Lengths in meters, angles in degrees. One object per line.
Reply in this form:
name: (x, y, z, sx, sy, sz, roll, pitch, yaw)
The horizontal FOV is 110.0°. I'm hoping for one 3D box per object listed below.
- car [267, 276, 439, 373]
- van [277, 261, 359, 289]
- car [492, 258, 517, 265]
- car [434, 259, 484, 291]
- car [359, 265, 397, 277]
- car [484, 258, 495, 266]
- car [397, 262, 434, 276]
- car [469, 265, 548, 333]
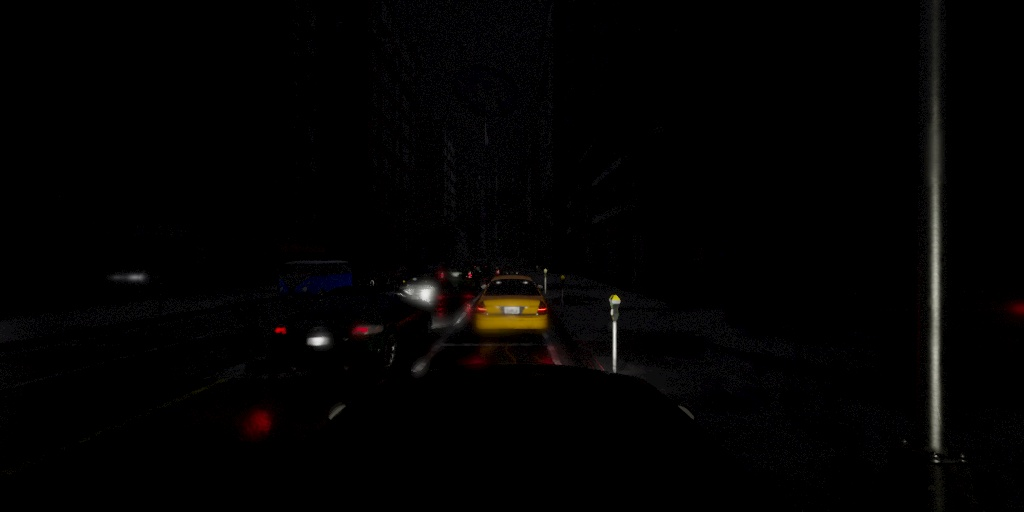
car: (-3.048, 1.314, 7.649, 1.994, 1.385, 4.181, 0, 0, 0)
van: (-8.813, 1.091, 16.328, 1.690, 1.789, 3.998, 0, 0, 0)
car: (-0.288, 1.193, 27.330, 1.967, 1.591, 4.097, 0, 0, 0)
car: (-3.145, 1.104, 22.201, 2.097, 1.767, 4.553, 0, 0, 0)
car: (-8.813, 1.317, 21.829, 1.948, 1.339, 4.313, 0, 0, 0)
car: (-3.048, 1.247, 36.423, 2.128, 1.511, 4.902, 0, 0, 0)
car: (-6.244, 1.316, 25.093, 1.994, 1.385, 4.181, 0, 0, 0)
car: (0.005, 1.207, 10.690, 1.801, 1.575, 5.366, 0, 0, 0)
